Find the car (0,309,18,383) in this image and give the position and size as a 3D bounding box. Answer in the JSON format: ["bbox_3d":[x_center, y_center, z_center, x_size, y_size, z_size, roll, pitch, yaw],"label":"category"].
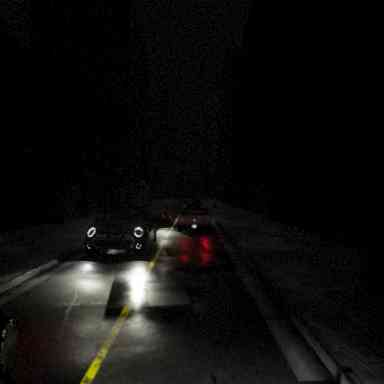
[{"bbox_3d":[-2.599,1.504,1.293,1.837,1.490,4.892,0,0,0],"label":"car"}]

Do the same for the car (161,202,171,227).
[{"bbox_3d":[-2.501,1.445,22.983,1.882,1.535,5.008,0,0,1],"label":"car"}]

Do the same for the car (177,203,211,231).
[{"bbox_3d":[0.128,1.572,20.327,1.895,1.301,4.718,0,0,0],"label":"car"}]

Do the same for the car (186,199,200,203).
[{"bbox_3d":[0.173,1.553,42.025,1.895,1.301,4.718,0,0,0],"label":"car"}]

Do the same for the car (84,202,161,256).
[{"bbox_3d":[-2.583,1.331,12.986,2.097,1.767,4.553,0,0,0],"label":"car"}]
